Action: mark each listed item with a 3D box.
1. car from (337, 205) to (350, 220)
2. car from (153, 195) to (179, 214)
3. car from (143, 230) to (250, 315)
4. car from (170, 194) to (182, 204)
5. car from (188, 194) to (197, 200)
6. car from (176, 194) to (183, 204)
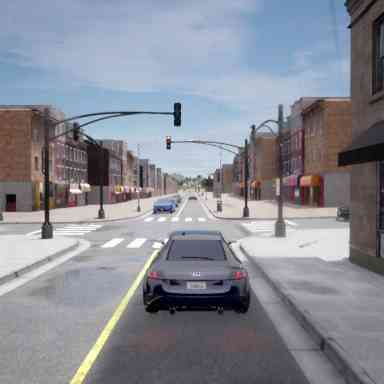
[{"bbox_3d":[12.201,1.072,21.910,5.008,1.535,1.882,-2,1,0],"label":"car"},{"bbox_3d":[-2.780,1.357,34.083,1.882,1.535,5.008,0,0,2],"label":"car"},{"bbox_3d":[0.102,1.556,7.653,1.994,1.385,4.181,0,0,1],"label":"car"},{"bbox_3d":[-2.722,1.225,57.899,1.837,1.490,4.892,0,2,0],"label":"car"},{"bbox_3d":[0.152,1.197,74.192,1.895,1.301,4.718,0,0,0],"label":"car"},{"bbox_3d":[-2.765,1.307,44.763,2.128,1.511,4.902,0,0,0],"label":"car"}]
